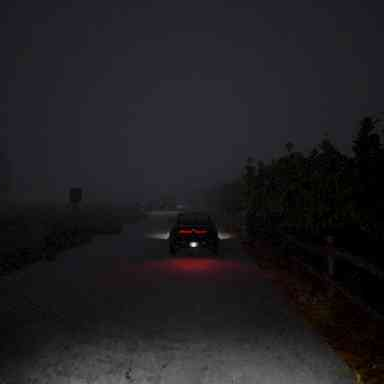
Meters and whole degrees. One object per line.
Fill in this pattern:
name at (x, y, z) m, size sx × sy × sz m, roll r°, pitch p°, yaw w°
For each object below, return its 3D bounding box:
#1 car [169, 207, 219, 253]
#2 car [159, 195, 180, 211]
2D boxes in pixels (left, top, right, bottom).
car at (0.076, 1.588, 14.073) m, size 1.837 × 1.490 × 4.892 m, roll 0°, pitch 0°, yaw 0°
car at (-3.180, 1.480, 44.713) m, size 2.150 × 2.045 × 5.566 m, roll 0°, pitch 0°, yaw 0°
